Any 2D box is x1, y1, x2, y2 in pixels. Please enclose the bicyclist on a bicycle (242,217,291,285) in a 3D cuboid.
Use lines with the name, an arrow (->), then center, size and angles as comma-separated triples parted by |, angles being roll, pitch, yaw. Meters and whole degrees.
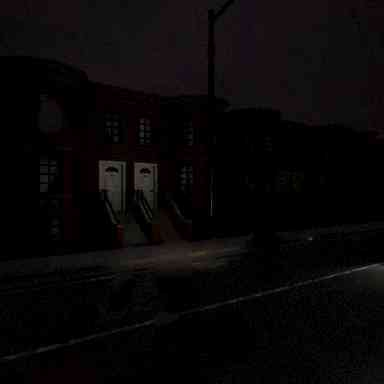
bicyclist on a bicycle -> 1.829, 1.455, 8.438 | 0.582, 1.620, 1.656 | 0, -2, -35
